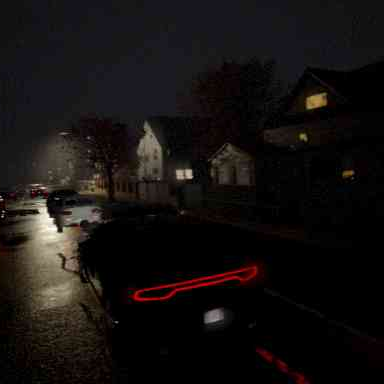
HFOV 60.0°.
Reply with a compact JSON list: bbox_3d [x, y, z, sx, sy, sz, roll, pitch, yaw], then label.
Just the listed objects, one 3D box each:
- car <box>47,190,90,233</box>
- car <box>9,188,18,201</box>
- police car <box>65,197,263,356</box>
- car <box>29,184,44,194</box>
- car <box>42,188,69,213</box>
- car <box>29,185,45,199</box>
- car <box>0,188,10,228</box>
[{"bbox_3d":[-5.206,0.836,14.865,1.812,1.442,4.674,-5,4,-26],"label":"car"},{"bbox_3d":[-19.984,0.288,35.892,2.033,1.411,5.357,-5,4,-26],"label":"car"},{"bbox_3d":[-0.895,1.069,5.967,1.930,1.638,5.238,-5,4,-26],"label":"police car"},{"bbox_3d":[-24.096,-0.446,51.560,1.895,1.301,4.718,-5,4,-26],"label":"car"},{"bbox_3d":[-7.826,0.612,20.258,1.837,1.490,4.892,-5,4,-26],"label":"car"},{"bbox_3d":[-17.650,0.014,38.334,2.033,1.411,5.357,-5,4,-25],"label":"car"},{"bbox_3d":[-10.686,0.698,16.679,2.150,2.045,5.566,-5,4,-26],"label":"car"}]
